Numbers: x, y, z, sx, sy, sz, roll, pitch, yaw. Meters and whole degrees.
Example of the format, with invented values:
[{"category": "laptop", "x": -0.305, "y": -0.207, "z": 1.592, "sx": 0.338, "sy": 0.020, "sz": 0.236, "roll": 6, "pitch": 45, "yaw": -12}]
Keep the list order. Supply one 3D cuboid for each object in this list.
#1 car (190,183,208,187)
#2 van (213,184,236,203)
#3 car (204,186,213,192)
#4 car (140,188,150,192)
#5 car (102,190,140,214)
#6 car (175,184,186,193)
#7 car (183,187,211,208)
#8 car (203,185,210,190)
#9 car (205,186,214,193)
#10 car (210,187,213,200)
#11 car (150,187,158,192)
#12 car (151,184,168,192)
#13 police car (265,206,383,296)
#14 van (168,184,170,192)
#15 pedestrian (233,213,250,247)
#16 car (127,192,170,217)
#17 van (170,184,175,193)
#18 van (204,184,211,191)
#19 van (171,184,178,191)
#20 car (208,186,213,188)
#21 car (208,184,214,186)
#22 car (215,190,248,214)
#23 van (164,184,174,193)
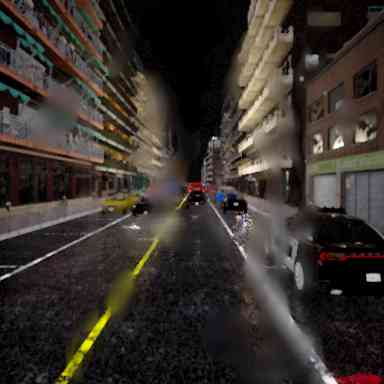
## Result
[{"category": "car", "x": 0.652, "y": -0.175, "z": 45.142, "sx": 2.150, "sy": 2.045, "sz": 5.566, "roll": 0, "pitch": 2, "yaw": 1}, {"category": "van", "x": 3.097, "y": 0.399, "z": 30.293, "sx": 1.690, "sy": 1.788, "sz": 3.998, "roll": 0, "pitch": 2, "yaw": 1}, {"category": "car", "x": 3.694, "y": -0.724, "z": 75.573, "sx": 1.802, "sy": 1.307, "sz": 4.206, "roll": 0, "pitch": 2, "yaw": 1}, {"category": "car", "x": -5.286, "y": 0.586, "z": 30.239, "sx": 1.752, "sy": 1.417, "sz": 4.829, "roll": 0, "pitch": 2, "yaw": 1}, {"category": "car", "x": -5.361, "y": 0.759, "z": 24.580, "sx": 1.752, "sy": 1.417, "sz": 4.829, "roll": 0, "pitch": 2, "yaw": 1}, {"category": "car", "x": -2.117, "y": -0.537, "z": 66.940, "sx": 1.882, "sy": 1.535, "sz": 5.008, "roll": 0, "pitch": 2, "yaw": 1}, {"category": "car", "x": 0.456, "y": 0.590, "z": 29.456, "sx": 1.837, "sy": 1.490, "sz": 4.892, "roll": 0, "pitch": 2, "yaw": 1}, {"category": "car", "x": 3.919, "y": -1.261, "z": 92.550, "sx": 1.887, "sy": 1.381, "sz": 4.507, "roll": 0, "pitch": 2, "yaw": 1}, {"category": "car", "x": 3.619, "y": -0.556, "z": 69.913, "sx": 1.802, "sy": 1.307, "sz": 4.206, "roll": 0, "pitch": 2, "yaw": 1}, {"category": "car", "x": 3.171, "y": 0.429, "z": 35.959, "sx": 1.887, "sy": 1.381, "sz": 4.507, "roll": 0, "pitch": 2, "yaw": 1}, {"category": "car", "x": -5.209, "y": 0.432, "z": 36.069, "sx": 2.008, "sy": 1.369, "sz": 4.403, "roll": 0, "pitch": 2, "yaw": 1}, {"category": "car", "x": -5.057, "y": -0.148, "z": 47.379, "sx": 2.192, "sy": 1.841, "sz": 5.009, "roll": 0, "pitch": 2, "yaw": 1}, {"category": "police car", "x": 3.108, "y": 1.164, "z": 8.213, "sx": 1.930, "sy": 1.638, "sz": 5.238, "roll": 0, "pitch": 2, "yaw": 1}, {"category": "van", "x": -4.983, "y": -0.293, "z": 53.039, "sx": 1.690, "sy": 1.788, "sz": 3.998, "roll": 0, "pitch": 2, "yaw": 1}, {"category": "pedestrian", "x": 1.680, "y": 1.218, "z": 11.249, "sx": 0.375, "sy": 1.300, "sz": 0.375, "roll": 0, "pitch": 1, "yaw": 1}, {"category": "car", "x": -2.804, "y": 0.898, "z": 22.511, "sx": 1.895, "sy": 1.301, "sz": 4.718, "roll": 0, "pitch": 2, "yaw": 1}, {"category": "van", "x": -4.834, "y": -0.632, "z": 64.358, "sx": 1.690, "sy": 1.788, "sz": 3.998, "roll": 0, "pitch": 2, "yaw": 1}, {"category": "van", "x": 3.770, "y": -1.132, "z": 81.225, "sx": 1.690, "sy": 1.788, "sz": 3.998, "roll": 0, "pitch": 2, "yaw": 1}, {"category": "van", "x": -4.535, "y": -1.301, "z": 86.994, "sx": 1.690, "sy": 1.788, "sz": 3.998, "roll": 0, "pitch": 2, "yaw": 1}, {"category": "car", "x": 3.246, "y": 0.277, "z": 41.618, "sx": 1.947, "sy": 1.339, "sz": 4.313, "roll": 0, "pitch": 2, "yaw": 1}, {"category": "car", "x": 3.396, "y": -0.317, "z": 52.928, "sx": 2.192, "sy": 1.841, "sz": 5.009, "roll": 0, "pitch": 2, "yaw": 1}, {"category": "car", "x": 3.021, "y": 0.797, "z": 24.641, "sx": 1.947, "sy": 1.339, "sz": 4.313, "roll": 0, "pitch": 2, "yaw": 1}, {"category": "van", "x": -4.759, "y": -0.800, "z": 70.016, "sx": 1.690, "sy": 1.788, "sz": 3.998, "roll": 0, "pitch": 2, "yaw": 1}]
